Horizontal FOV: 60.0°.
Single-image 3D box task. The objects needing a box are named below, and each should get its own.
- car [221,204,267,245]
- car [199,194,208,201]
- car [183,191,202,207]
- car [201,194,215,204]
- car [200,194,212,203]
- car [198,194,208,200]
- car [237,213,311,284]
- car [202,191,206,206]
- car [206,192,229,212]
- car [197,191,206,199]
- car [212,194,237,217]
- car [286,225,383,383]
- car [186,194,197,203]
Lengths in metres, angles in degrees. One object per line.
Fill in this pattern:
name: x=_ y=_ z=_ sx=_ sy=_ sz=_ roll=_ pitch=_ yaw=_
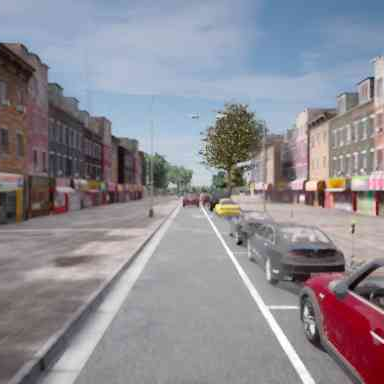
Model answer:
car: x=2.606 y=1.456 z=14.718 sx=2.008 sy=1.369 sz=4.403 roll=0 pitch=0 yaw=0
car: x=2.485 y=1.058 z=70.344 sx=1.752 sy=1.417 sz=4.829 roll=0 pitch=0 yaw=0
car: x=-0.093 y=1.081 z=44.364 sx=2.097 sy=1.767 sz=4.553 roll=0 pitch=0 yaw=0
car: x=2.522 y=1.082 z=53.537 sx=1.967 sy=1.590 sz=4.097 roll=0 pitch=0 yaw=0
car: x=2.510 y=1.149 z=59.083 sx=1.887 sy=1.381 sz=4.507 roll=0 pitch=0 yaw=0
car: x=2.473 y=1.055 z=75.718 sx=2.008 sy=1.369 sz=4.403 roll=0 pitch=0 yaw=0
car: x=2.617 y=1.493 z=9.173 sx=2.008 sy=1.369 sz=4.403 roll=0 pitch=0 yaw=0
car: x=2.534 y=0.994 z=47.991 sx=2.192 sy=1.841 sz=5.009 roll=0 pitch=0 yaw=0
car: x=2.905 y=0.994 z=35.116 sx=2.150 sy=2.045 sz=5.566 roll=0 pitch=0 yaw=0
car: x=2.449 y=0.761 z=86.808 sx=2.192 sy=1.841 sz=5.009 roll=0 pitch=0 yaw=0
car: x=2.963 y=1.270 z=28.278 sx=1.801 sy=1.575 sz=5.366 roll=0 pitch=0 yaw=0
car: x=2.629 y=1.417 z=3.625 sx=1.967 sy=1.590 sz=4.097 roll=0 pitch=0 yaw=0
car: x=-0.125 y=1.168 z=61.317 sx=1.994 sy=1.385 sz=4.181 roll=0 pitch=0 yaw=0
